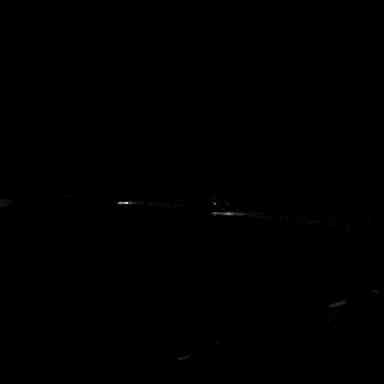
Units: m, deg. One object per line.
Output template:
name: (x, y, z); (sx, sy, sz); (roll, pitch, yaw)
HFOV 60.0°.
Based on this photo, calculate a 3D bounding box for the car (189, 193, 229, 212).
car: (1.709, 1.015, 33.539); (2.097, 1.767, 4.553); (0, 1, -35)

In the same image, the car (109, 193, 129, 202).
car: (-11.408, 0.805, 52.096); (1.994, 1.385, 4.181); (0, 1, -35)
